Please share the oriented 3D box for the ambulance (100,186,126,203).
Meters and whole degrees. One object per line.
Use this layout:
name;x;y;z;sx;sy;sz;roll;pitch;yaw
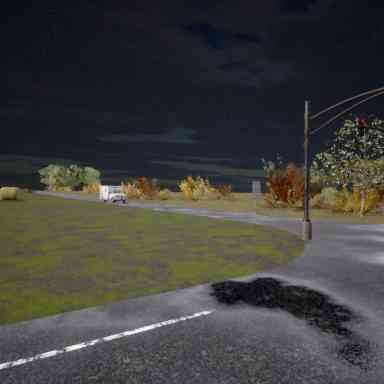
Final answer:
ambulance;-11.882;0.341;50.062;2.351;2.431;6.366;2;0;-32
